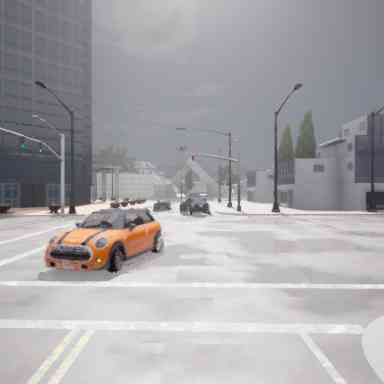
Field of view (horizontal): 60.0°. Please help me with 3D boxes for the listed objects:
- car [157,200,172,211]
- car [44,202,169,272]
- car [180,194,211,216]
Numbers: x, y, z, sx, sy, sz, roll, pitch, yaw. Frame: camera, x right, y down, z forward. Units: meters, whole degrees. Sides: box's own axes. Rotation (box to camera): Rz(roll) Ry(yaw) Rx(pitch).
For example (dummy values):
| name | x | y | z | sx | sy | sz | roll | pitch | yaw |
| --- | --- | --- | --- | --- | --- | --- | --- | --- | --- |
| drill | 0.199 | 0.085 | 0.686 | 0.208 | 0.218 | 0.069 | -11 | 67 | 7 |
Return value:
| name | x | y | z | sx | sy | sz | roll | pitch | yaw |
| --- | --- | --- | --- | --- | --- | --- | --- | --- | --- |
| car | -3.619 | 1.601 | 41.646 | 1.895 | 1.301 | 4.718 | 0 | 0 | 0 |
| car | -2.651 | 1.369 | 10.982 | 2.097 | 1.767 | 4.553 | 0 | 0 | 17 |
| car | 0.246 | 1.356 | 33.581 | 2.097 | 1.767 | 4.553 | 0 | 0 | -18 |
